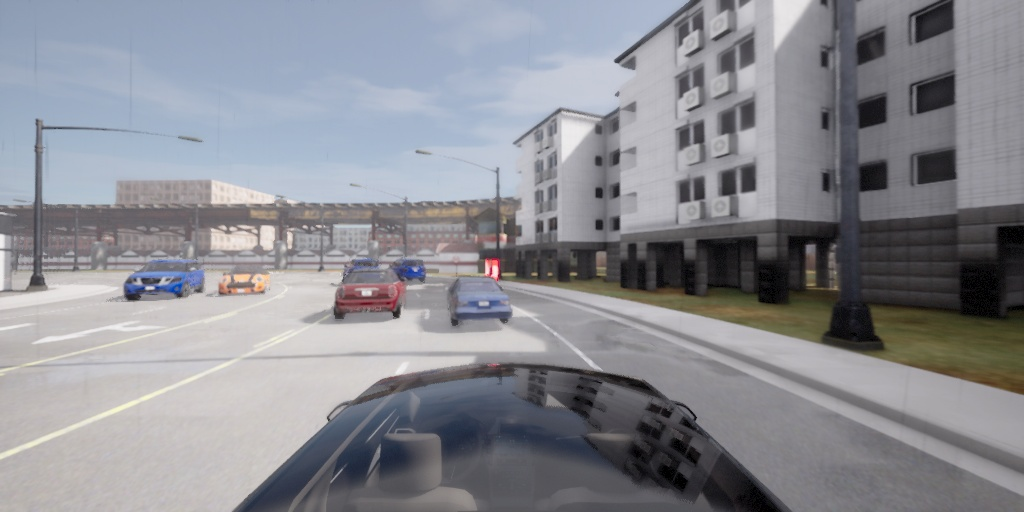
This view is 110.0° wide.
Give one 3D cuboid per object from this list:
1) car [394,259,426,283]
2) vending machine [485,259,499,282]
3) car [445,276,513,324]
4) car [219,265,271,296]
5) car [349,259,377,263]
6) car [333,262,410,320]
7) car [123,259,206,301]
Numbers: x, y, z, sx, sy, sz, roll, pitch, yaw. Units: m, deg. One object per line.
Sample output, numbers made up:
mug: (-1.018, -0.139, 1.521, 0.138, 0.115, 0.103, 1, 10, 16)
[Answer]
car: (-9.322, 1.297, 31.355, 2.150, 2.045, 5.566, 0, -1, -34)
vending machine: (-1.662, 1.239, 30.307, 1.100, 2.100, 0.880, 0, 0, -29)
car: (-1.304, 1.411, 12.549, 2.033, 1.411, 5.357, 0, -1, -12)
car: (-15.865, 1.348, 21.523, 2.097, 1.767, 4.553, 0, -1, -29)
car: (-12.607, 1.292, 30.006, 2.150, 2.045, 5.566, 1, -1, -34)
car: (-5.181, 1.238, 13.631, 2.097, 1.767, 4.553, 0, -1, -14)
car: (-18.680, 1.205, 19.634, 2.150, 2.045, 5.566, 0, -1, -29)
